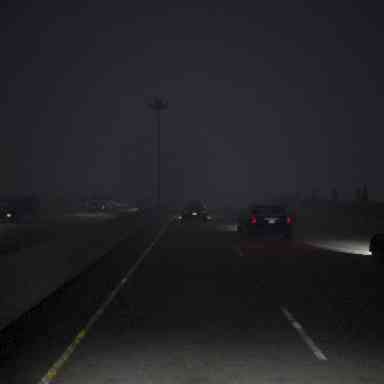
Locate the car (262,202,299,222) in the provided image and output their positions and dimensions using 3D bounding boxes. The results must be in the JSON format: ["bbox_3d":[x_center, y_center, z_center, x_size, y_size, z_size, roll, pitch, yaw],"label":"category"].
[{"bbox_3d":[7.189,1.608,27.561,1.994,1.385,4.181,0,0,0],"label":"car"}]

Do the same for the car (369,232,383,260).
[{"bbox_3d":[7.139,1.576,9.848,1.994,1.385,4.181,0,0,0],"label":"car"}]

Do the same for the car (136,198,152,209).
[{"bbox_3d":[-6.913,1.608,48.428,1.837,1.490,4.892,0,-1,1],"label":"car"}]

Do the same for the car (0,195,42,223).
[{"bbox_3d":[-14.014,1.250,26.367,2.150,2.045,5.566,0,-1,0],"label":"car"}]

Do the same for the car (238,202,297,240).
[{"bbox_3d":[3.657,1.372,17.326,2.097,1.767,4.553,0,0,0],"label":"car"}]

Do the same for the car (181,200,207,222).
[{"bbox_3d":[0.186,1.601,26.668,1.994,1.385,4.181,0,0,0],"label":"car"}]

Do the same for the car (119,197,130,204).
[{"bbox_3d":[-13.776,1.613,67.317,1.994,1.385,4.181,0,0,0],"label":"car"}]

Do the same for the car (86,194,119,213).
[{"bbox_3d":[-10.464,1.284,38.567,2.150,2.045,5.566,0,0,0],"label":"car"}]
